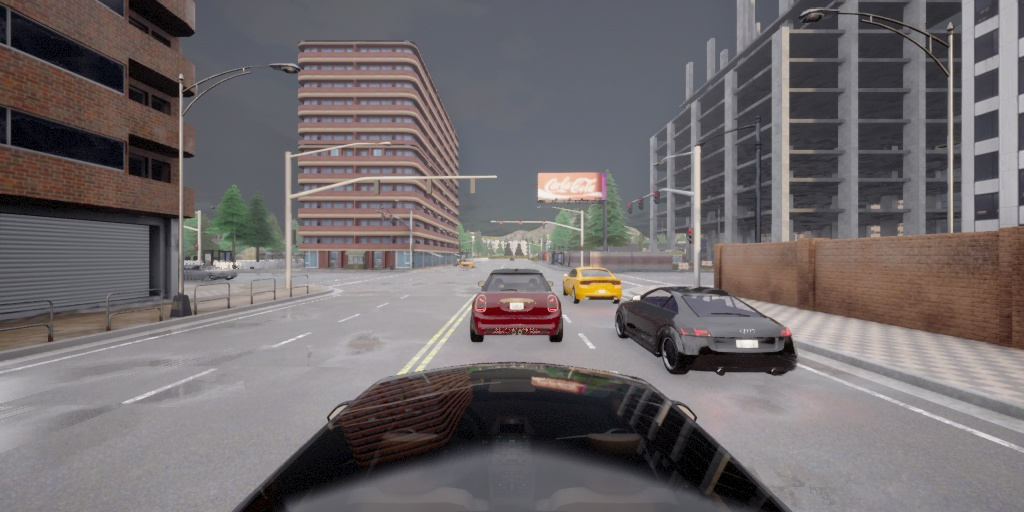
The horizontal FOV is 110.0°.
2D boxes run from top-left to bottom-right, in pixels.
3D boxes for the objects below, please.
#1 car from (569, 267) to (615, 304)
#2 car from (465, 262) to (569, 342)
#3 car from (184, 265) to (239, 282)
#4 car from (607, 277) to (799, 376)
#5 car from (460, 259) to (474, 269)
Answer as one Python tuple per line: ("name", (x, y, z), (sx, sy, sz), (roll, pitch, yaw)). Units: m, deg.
("car", (3.505, 1.228, 16.431), (1.882, 1.535, 5.008), (0, 0, 0))
("car", (0.104, 1.102, 9.904), (2.097, 1.767, 4.553), (0, 0, 0))
("car", (-24.487, 1.351, 28.270), (4.718, 1.301, 1.895), (0, 0, 1))
("car", (3.601, 1.314, 7.498), (1.994, 1.385, 4.181), (0, 0, 0))
("car", (-7.070, 1.227, 57.134), (1.882, 1.535, 5.008), (0, 0, 0))
